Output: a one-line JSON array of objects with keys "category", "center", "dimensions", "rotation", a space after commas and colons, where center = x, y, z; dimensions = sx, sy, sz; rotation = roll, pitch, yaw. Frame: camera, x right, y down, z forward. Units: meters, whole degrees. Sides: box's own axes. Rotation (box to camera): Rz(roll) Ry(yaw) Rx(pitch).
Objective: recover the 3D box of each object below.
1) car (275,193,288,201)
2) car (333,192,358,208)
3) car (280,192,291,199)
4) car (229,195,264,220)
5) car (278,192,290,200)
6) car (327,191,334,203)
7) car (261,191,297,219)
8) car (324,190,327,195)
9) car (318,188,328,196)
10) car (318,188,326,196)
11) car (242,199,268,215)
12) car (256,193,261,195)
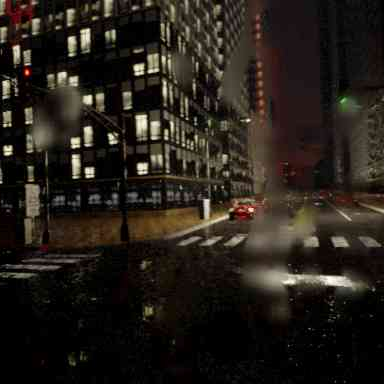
[{"category": "car", "center": [16.942, 0.886, 62.749], "dimensions": [1.887, 1.381, 4.507], "rotation": [-1, 0, 19]}, {"category": "car", "center": [15.722, 0.925, 33.726], "dimensions": [1.802, 1.307, 4.206], "rotation": [-2, 0, 19]}, {"category": "car", "center": [20.602, 0.739, 73.281], "dimensions": [1.887, 1.381, 4.507], "rotation": [-1, 0, 19]}, {"category": "car", "center": [4.132, 1.298, 25.888], "dimensions": [1.967, 1.590, 4.097], "rotation": [-1, 0, 19]}, {"category": "car", "center": [18.773, 0.818, 68.015], "dimensions": [2.008, 1.369, 4.403], "rotation": [-1, 0, 19]}, {"category": "car", "center": [19.438, 0.718, 44.423], "dimensions": [1.752, 1.417, 4.829], "rotation": [-2, 0, 19]}, {"category": "car", "center": [7.035, 1.043, 26.122], "dimensions": [2.150, 2.045, 5.566], "rotation": [-3, 2, 19]}, {"category": "car", "center": [21.213, 0.687, 49.531], "dimensions": [1.947, 1.339, 4.313], "rotation": [-2, 0, 19]}, {"category": "car", "center": [34.019, -0.079, 86.404], "dimensions": [2.192, 1.841, 5.009], "rotation": [-2, 0, 19]}, {"category": "car", "center": [32.195, 0.224, 81.137], "dimensions": [1.887, 1.381, 4.507], "rotation": [-2, 0, 19]}, {"category": "car", "center": [5.965, 1.366, 31.155], "dimensions": [1.802, 1.307, 4.206], "rotation": [-1, 0, 19]}, {"category": "car", "center": [7.788, 1.026, 36.419], "dimensions": [2.192, 1.841, 5.009], "rotation": [-1, 0, 19]}]
